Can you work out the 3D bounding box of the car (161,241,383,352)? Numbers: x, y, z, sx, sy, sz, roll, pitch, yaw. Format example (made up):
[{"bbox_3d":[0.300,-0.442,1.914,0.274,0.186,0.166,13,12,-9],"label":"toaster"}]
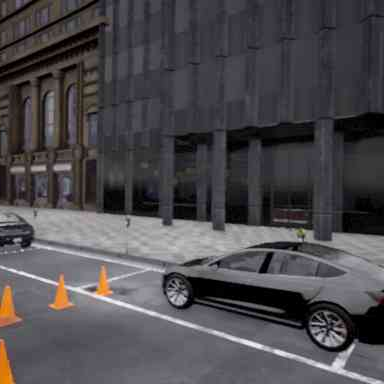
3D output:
[{"bbox_3d":[1.402,1.569,6.098,4.313,1.339,1.947,1,0,36],"label":"car"}]

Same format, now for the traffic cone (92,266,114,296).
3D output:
[{"bbox_3d":[-1.943,1.908,7.251,0.340,0.580,0.340,1,0,36],"label":"traffic cone"}]

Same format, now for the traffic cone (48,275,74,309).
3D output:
[{"bbox_3d":[-2.533,1.903,6.443,0.340,0.580,0.340,1,0,36],"label":"traffic cone"}]

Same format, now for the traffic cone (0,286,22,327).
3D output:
[{"bbox_3d":[-3.122,1.897,5.635,0.340,0.580,0.340,1,0,36],"label":"traffic cone"}]

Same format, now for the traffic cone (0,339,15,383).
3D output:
[{"bbox_3d":[-2.095,1.918,3.649,0.340,0.580,0.340,1,0,36],"label":"traffic cone"}]

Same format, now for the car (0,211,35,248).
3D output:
[{"bbox_3d":[-7.772,1.406,12.786,4.403,1.369,2.008,1,0,36],"label":"car"}]
